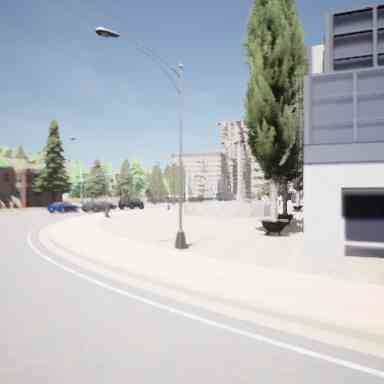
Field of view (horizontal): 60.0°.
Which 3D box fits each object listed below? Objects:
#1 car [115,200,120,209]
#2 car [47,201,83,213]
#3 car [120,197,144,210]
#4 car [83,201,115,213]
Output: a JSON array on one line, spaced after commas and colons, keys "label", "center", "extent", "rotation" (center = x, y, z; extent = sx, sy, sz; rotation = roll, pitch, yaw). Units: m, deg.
[{"label": "car", "center": [-14.191, 2.182, 53.222], "extent": [2.033, 1.411, 5.357], "rotation": [0, -1, 20]}, {"label": "car", "center": [-17.038, 1.991, 44.074], "extent": [1.882, 1.535, 5.008], "rotation": [0, -1, 14]}, {"label": "car", "center": [-9.979, 1.884, 54.620], "extent": [2.150, 2.045, 5.566], "rotation": [0, -1, 20]}, {"label": "car", "center": [-13.095, 2.032, 45.481], "extent": [2.128, 1.511, 4.902], "rotation": [0, -1, 17]}]
